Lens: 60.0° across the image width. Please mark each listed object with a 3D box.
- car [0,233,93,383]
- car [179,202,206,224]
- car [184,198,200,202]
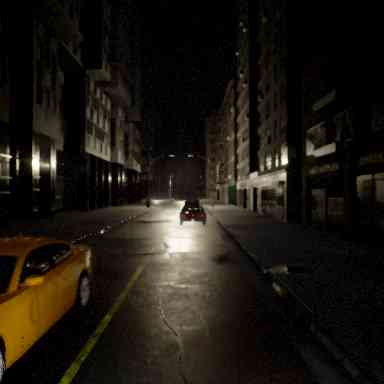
[{"bbox_3d":[-3.010,1.489,5.031,1.882,1.535,5.008,0,0,0],"label":"car"},{"bbox_3d":[0.057,1.655,25.072,1.895,1.301,4.718,0,0,0],"label":"car"},{"bbox_3d":[0.026,1.573,44.139,1.882,1.535,5.008,0,0,0],"label":"car"}]
